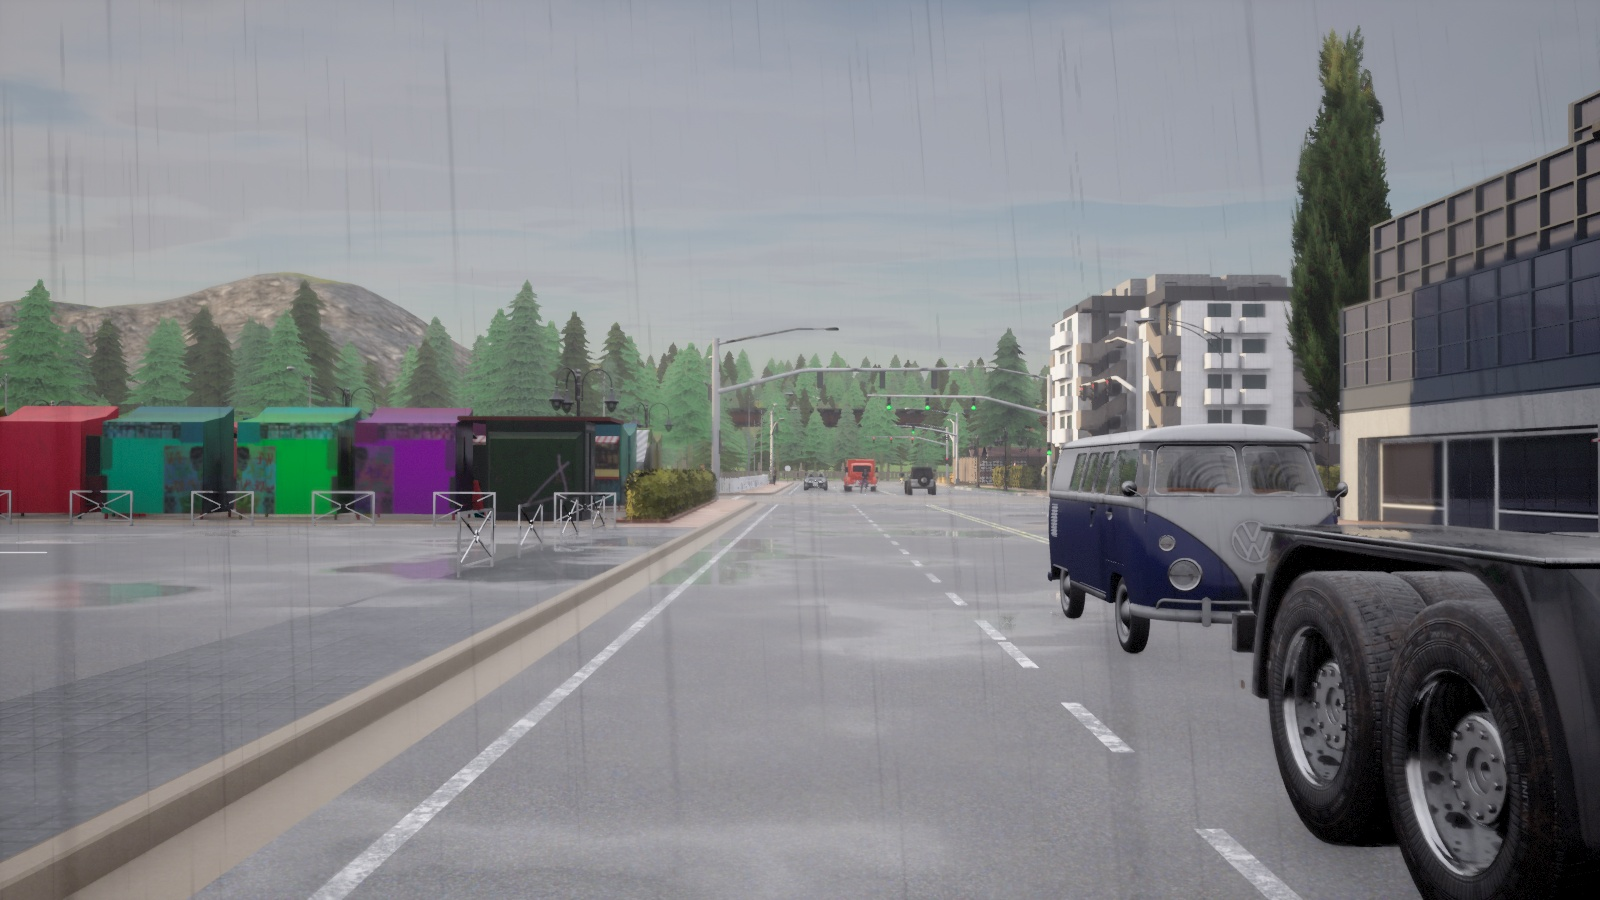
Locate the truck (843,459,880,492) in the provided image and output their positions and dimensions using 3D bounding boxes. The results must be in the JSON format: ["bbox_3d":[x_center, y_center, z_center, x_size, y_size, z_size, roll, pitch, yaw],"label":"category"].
[{"bbox_3d":[4.721,1.936,97.141,2.627,2.467,5.204,0,-1,1],"label":"truck"}]

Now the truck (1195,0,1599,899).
[{"bbox_3d":[3.522,-0.137,2.678,2.891,3.462,7.936,0,-1,1],"label":"truck"}]

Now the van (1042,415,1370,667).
[{"bbox_3d":[3.632,0.756,12.149,1.775,1.987,4.442,0,-1,1],"label":"van"}]

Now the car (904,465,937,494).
[{"bbox_3d":[8.055,1.987,84.134,1.905,1.878,3.866,0,-1,1],"label":"car"}]
